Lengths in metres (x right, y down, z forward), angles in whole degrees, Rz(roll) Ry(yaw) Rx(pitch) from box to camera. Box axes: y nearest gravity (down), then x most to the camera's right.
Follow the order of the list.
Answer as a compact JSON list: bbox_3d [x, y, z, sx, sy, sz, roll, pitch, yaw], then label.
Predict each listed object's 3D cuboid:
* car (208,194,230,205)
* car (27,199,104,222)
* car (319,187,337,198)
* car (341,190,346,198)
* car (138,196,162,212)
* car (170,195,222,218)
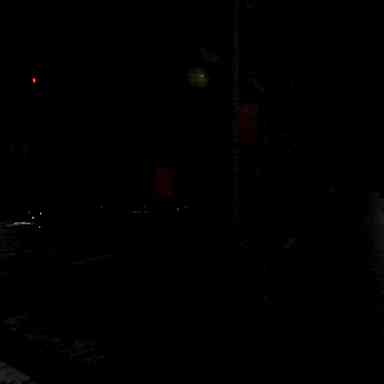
[{"bbox_3d":[2.720,0.895,40.711,2.033,1.411,5.357,0,1,36],"label":"car"},{"bbox_3d":[-8.935,1.248,24.030,2.033,1.411,5.357,0,1,35],"label":"car"},{"bbox_3d":[25.027,0.105,61.006,2.150,2.045,5.566,0,1,35],"label":"car"},{"bbox_3d":[28.278,0.378,59.977,1.837,1.490,4.892,0,1,34],"label":"car"},{"bbox_3d":[-3.227,1.089,32.197,1.994,1.385,4.181,0,1,35],"label":"car"},{"bbox_3d":[0.135,1.166,25.341,1.994,1.385,4.181,0,1,35],"label":"car"}]
